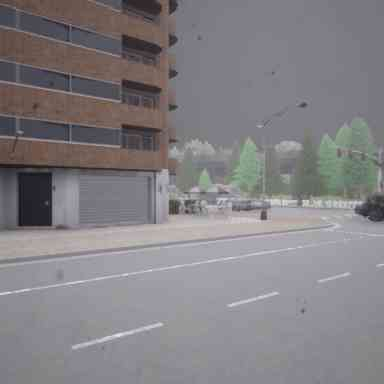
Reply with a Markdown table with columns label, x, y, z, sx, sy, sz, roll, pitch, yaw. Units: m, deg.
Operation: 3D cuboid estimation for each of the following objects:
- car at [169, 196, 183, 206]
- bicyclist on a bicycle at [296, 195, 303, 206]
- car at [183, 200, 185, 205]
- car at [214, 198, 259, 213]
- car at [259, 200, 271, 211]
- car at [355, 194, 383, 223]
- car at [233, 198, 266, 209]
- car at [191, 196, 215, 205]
| label | x | y | z | sx | sy | sz | roll | pitch | yaw |
| --- | --- | --- | --- | --- | --- | --- | --- | --- | --- |
| car | -4.066 | 1.297 | 47.698 | 4.553 | 1.767 | 2.097 | 0 | 0 | 38 |
| bicyclist on a bicycle | 15.323 | 1.245 | 47.313 | 1.656 | 1.620 | 0.582 | 0 | 0 | -36 |
| car | -3.246 | 1.437 | 51.463 | 4.902 | 1.511 | 2.128 | 0 | 0 | 35 |
| car | 4.858 | 1.509 | 36.945 | 1.994 | 1.385 | 4.181 | 0 | 0 | -37 |
| car | 7.138 | 1.545 | 39.765 | 1.895 | 1.301 | 4.718 | 0 | 0 | -37 |
| car | 14.845 | 1.196 | 23.215 | 2.150 | 2.045 | 5.566 | 0 | 1 | -36 |
| car | 7.768 | 1.508 | 45.278 | 1.994 | 1.385 | 4.181 | 0 | 0 | -36 |
| car | 1.922 | 1.436 | 56.518 | 4.902 | 1.511 | 2.128 | 0 | 0 | 40 |
